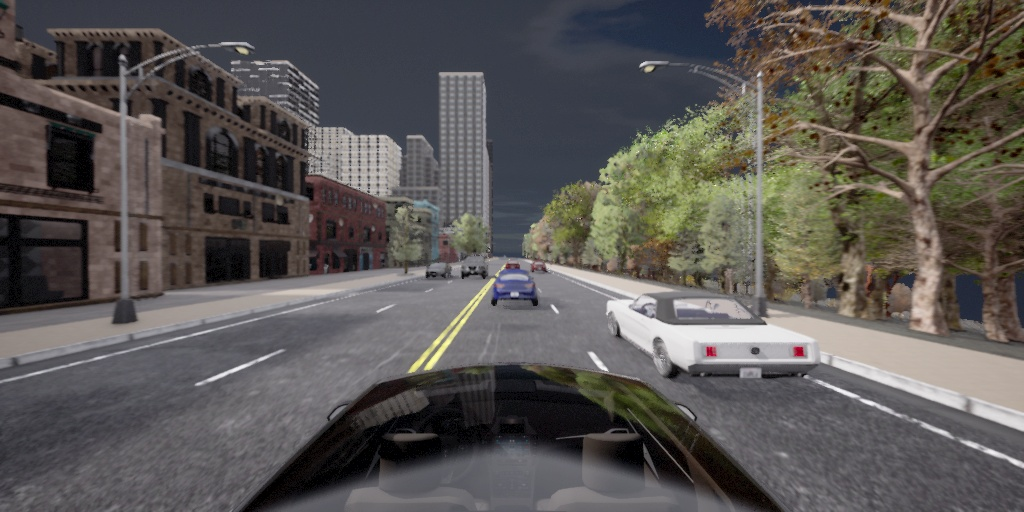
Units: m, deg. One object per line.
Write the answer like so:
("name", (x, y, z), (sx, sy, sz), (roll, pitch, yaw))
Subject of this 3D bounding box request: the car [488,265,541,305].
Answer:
("car", (0.103, 1.298, 15.960), (1.812, 1.442, 4.674), (0, 0, 0))

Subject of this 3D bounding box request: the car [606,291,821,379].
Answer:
("car", (3.350, 1.359, 7.246), (1.895, 1.301, 4.718), (0, 0, 0))

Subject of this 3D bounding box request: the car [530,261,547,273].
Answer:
("car", (3.356, 1.338, 45.990), (1.812, 1.442, 4.674), (0, 0, 0))

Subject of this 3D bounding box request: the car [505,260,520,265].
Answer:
("car", (0.107, 1.293, 48.466), (1.882, 1.535, 5.008), (0, 0, 0))

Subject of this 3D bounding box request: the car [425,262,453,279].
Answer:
("car", (-6.584, 1.302, 32.750), (1.837, 1.490, 4.892), (0, 0, 0))

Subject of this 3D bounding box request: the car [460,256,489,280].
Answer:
("car", (-3.334, 1.019, 32.914), (2.150, 2.045, 5.566), (0, 0, 0))
